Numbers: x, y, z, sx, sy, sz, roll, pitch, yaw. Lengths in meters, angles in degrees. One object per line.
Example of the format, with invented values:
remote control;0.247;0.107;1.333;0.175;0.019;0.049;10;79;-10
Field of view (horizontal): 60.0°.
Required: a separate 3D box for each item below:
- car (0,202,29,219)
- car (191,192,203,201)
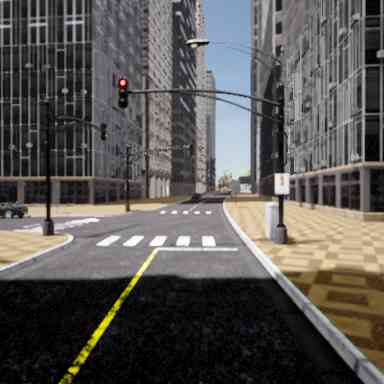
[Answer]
car;-16.414;1.563;28.776;4.403;1.369;2.008;-1;1;10
car;0.945;0.886;60.651;1.837;1.490;4.892;0;3;7
